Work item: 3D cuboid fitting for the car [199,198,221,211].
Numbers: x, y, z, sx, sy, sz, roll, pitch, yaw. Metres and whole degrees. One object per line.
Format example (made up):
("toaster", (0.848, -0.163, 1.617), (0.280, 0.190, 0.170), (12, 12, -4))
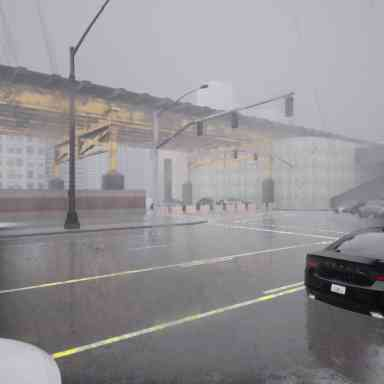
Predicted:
("car", (1.682, 1.453, 39.943), (2.038, 1.542, 4.974), (0, 0, 18))

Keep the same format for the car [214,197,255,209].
("car", (5.558, 1.453, 43.737), (4.974, 1.542, 2.038), (0, 0, -7))

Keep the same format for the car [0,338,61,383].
("car", (-3.059, 1.526, 1.555), (4.674, 1.442, 1.812), (0, 0, -36))

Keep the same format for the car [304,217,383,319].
("car", (4.464, 1.478, 7.030), (5.008, 1.535, 1.882), (0, 0, -36))

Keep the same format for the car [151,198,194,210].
("car", (-2.091, 1.295, 37.231), (4.536, 1.218, 1.853), (0, 0, 8))

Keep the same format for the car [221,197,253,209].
("car", (5.507, 1.295, 43.730), (4.536, 1.218, 1.853), (0, 0, -7))

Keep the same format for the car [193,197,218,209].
("car", (1.697, 1.295, 39.992), (1.853, 1.218, 4.536), (0, 0, 18))

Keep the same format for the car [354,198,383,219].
("car", (15.495, 1.351, 27.661), (2.097, 1.767, 4.553), (0, 0, 43))

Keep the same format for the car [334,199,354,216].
("car", (15.807, 1.493, 32.903), (4.902, 1.511, 2.128), (0, 0, -42))

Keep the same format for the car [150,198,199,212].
("car", (-2.039, 1.453, 37.225), (4.974, 1.542, 2.038), (0, 0, 8))
